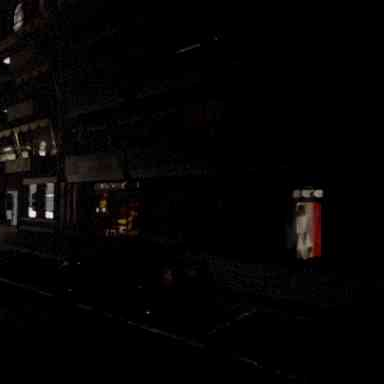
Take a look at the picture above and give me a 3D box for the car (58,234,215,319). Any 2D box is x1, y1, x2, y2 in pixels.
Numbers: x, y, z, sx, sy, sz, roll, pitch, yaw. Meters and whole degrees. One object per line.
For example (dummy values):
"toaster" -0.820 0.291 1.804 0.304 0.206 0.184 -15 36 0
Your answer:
"car" -1.529 1.770 8.213 4.097 1.590 1.967 -1 -3 38
